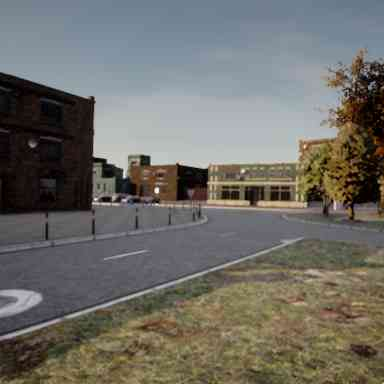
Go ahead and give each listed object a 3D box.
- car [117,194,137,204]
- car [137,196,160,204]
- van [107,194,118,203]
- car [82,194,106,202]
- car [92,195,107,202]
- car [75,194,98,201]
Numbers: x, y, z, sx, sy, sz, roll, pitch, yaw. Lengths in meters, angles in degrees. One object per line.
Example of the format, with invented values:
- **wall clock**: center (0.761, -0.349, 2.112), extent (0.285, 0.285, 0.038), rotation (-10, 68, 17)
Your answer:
- **car**: center (-12.748, 1.519, 69.969), extent (2.185, 1.767, 4.553), rotation (1, -1, 32)
- **car**: center (-8.188, 1.766, 67.016), extent (2.163, 1.488, 4.792), rotation (1, -1, 32)
- **van**: center (-15.283, 1.361, 71.395), extent (1.878, 1.987, 4.442), rotation (1, 0, 32)
- **car**: center (-22.282, 1.403, 75.937), extent (2.097, 1.535, 5.008), rotation (2, 0, 32)
- **car**: center (-19.803, 1.345, 74.420), extent (2.185, 1.767, 4.553), rotation (2, 0, 32)
- **car**: center (-24.520, 1.344, 77.363), extent (2.231, 1.521, 4.892), rotation (2, 0, 32)
